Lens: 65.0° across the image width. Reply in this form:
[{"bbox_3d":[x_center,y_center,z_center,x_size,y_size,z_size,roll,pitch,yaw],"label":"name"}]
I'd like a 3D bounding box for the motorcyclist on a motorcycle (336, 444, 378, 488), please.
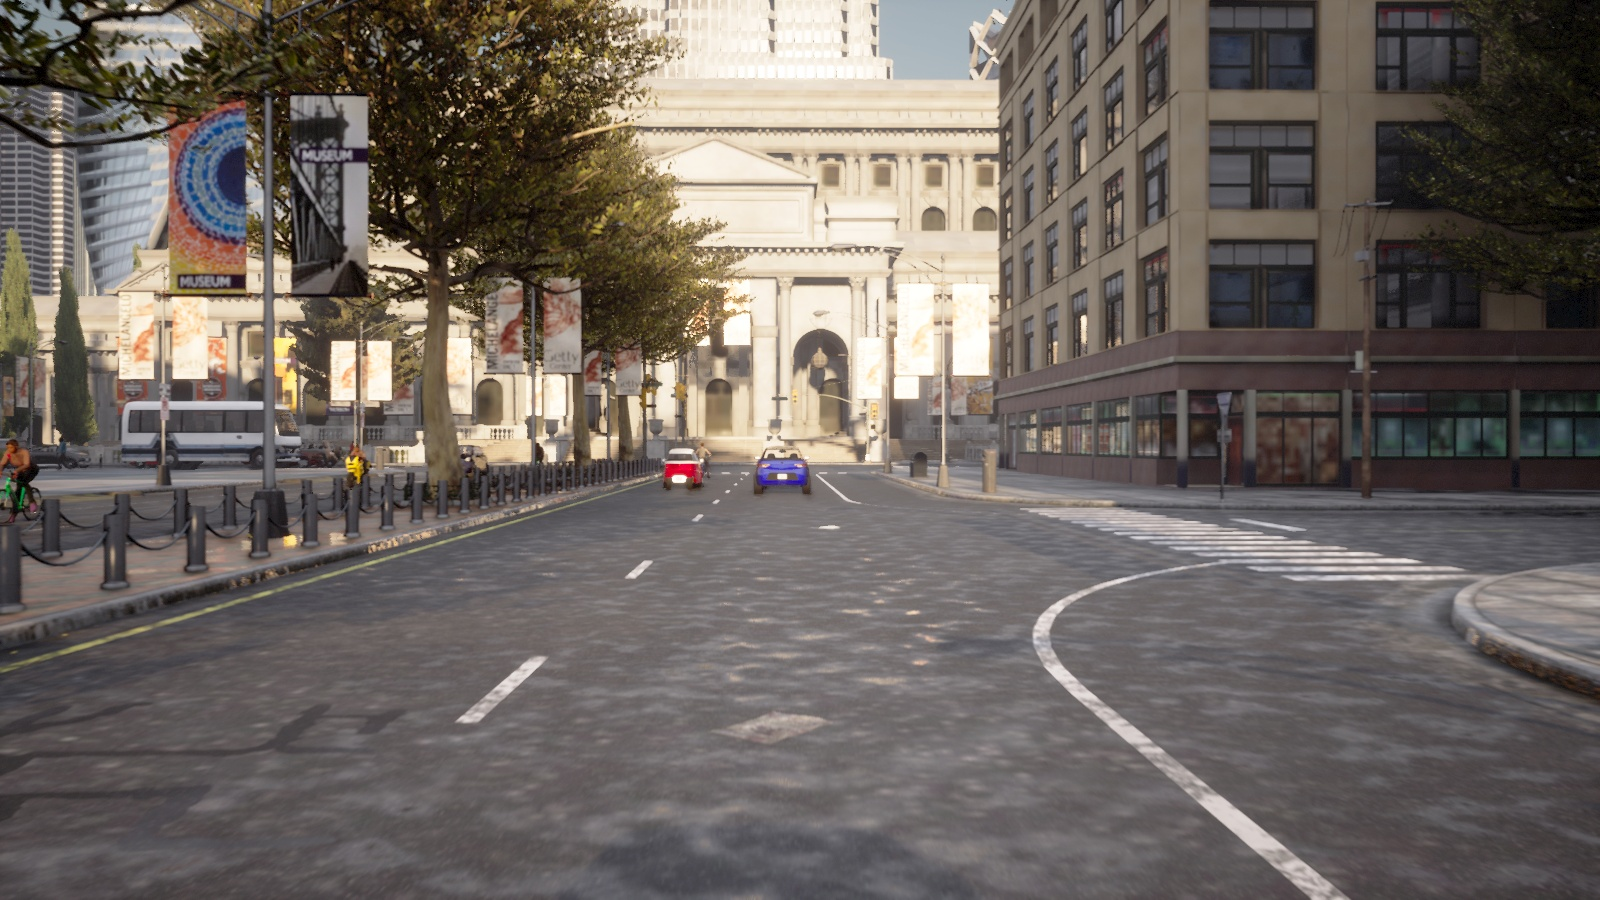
[{"bbox_3d":[-15.578,0.546,44.208,0.797,1.523,2.044,0,0,-1],"label":"motorcyclist on a motorcycle"}]

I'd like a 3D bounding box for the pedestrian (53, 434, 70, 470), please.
[{"bbox_3d":[-40.039,0.111,68.115,0.692,1.930,0.396,0,0,-3],"label":"pedestrian"}]

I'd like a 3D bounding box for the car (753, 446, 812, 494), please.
[{"bbox_3d":[-0.567,0.602,40.360,1.816,1.474,4.193,0,0,-1],"label":"car"}]

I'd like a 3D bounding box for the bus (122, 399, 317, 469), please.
[{"bbox_3d":[-35.913,-0.960,77.987,10.273,4.253,3.944,0,0,-1],"label":"bus"}]

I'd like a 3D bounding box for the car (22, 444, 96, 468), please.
[{"bbox_3d":[-47.957,0.377,81.342,3.705,1.549,1.789,0,0,-1],"label":"car"}]

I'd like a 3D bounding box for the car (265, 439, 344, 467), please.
[{"bbox_3d":[-33.534,0.206,85.042,4.605,1.855,1.932,-1,0,0],"label":"car"}]

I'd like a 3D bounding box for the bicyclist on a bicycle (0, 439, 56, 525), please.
[{"bbox_3d":[-15.218,0.595,24.360,0.582,1.620,1.656,0,1,-1],"label":"bicyclist on a bicycle"}]

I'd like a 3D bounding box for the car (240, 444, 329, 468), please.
[{"bbox_3d":[-33.443,0.384,81.546,5.008,1.535,1.882,0,0,-1],"label":"car"}]

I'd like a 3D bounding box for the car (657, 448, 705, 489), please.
[{"bbox_3d":[-4.119,0.628,43.761,1.481,1.376,2.207,0,1,-1],"label":"car"}]

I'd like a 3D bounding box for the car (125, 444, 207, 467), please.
[{"bbox_3d":[-42.831,0.334,84.904,4.514,1.525,2.007,0,0,-1],"label":"car"}]

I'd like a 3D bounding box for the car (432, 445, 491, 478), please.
[{"bbox_3d":[-15.855,0.520,58.996,1.845,1.501,3.633,0,0,-1],"label":"car"}]
